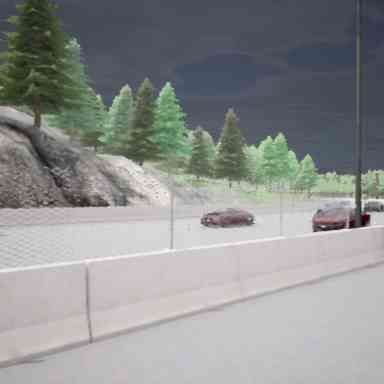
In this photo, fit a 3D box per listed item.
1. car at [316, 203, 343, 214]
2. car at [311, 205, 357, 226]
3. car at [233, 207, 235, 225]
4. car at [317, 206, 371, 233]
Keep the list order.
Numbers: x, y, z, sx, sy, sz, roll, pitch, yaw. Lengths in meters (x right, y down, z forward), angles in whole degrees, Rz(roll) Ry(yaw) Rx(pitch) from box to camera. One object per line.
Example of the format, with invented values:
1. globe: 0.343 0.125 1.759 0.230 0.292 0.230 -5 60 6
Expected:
1. car: 18.427 2.132 44.386 1.895 1.301 4.718 0 -1 42
2. car: 11.835 1.858 27.575 4.674 1.442 1.812 1 -1 -44
3. car: 2.636 1.800 24.011 4.181 1.385 1.994 1 -1 -41
4. car: 9.359 1.730 20.598 5.008 1.535 1.882 1 -1 -42
